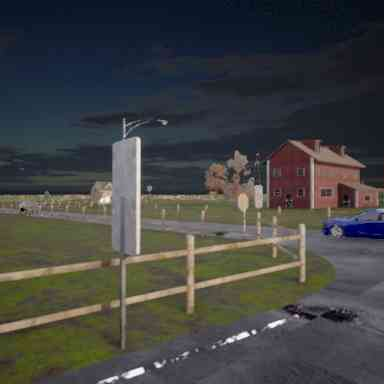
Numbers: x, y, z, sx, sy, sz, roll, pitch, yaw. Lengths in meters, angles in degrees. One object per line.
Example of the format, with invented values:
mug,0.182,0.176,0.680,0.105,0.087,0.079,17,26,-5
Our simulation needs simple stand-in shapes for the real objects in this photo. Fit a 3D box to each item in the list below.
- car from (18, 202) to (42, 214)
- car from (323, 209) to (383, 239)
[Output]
car,-23.262,2.204,47.672,2.097,1.767,4.553,0,-1,-43
car,9.124,1.602,16.476,5.008,1.535,1.882,-1,1,37
